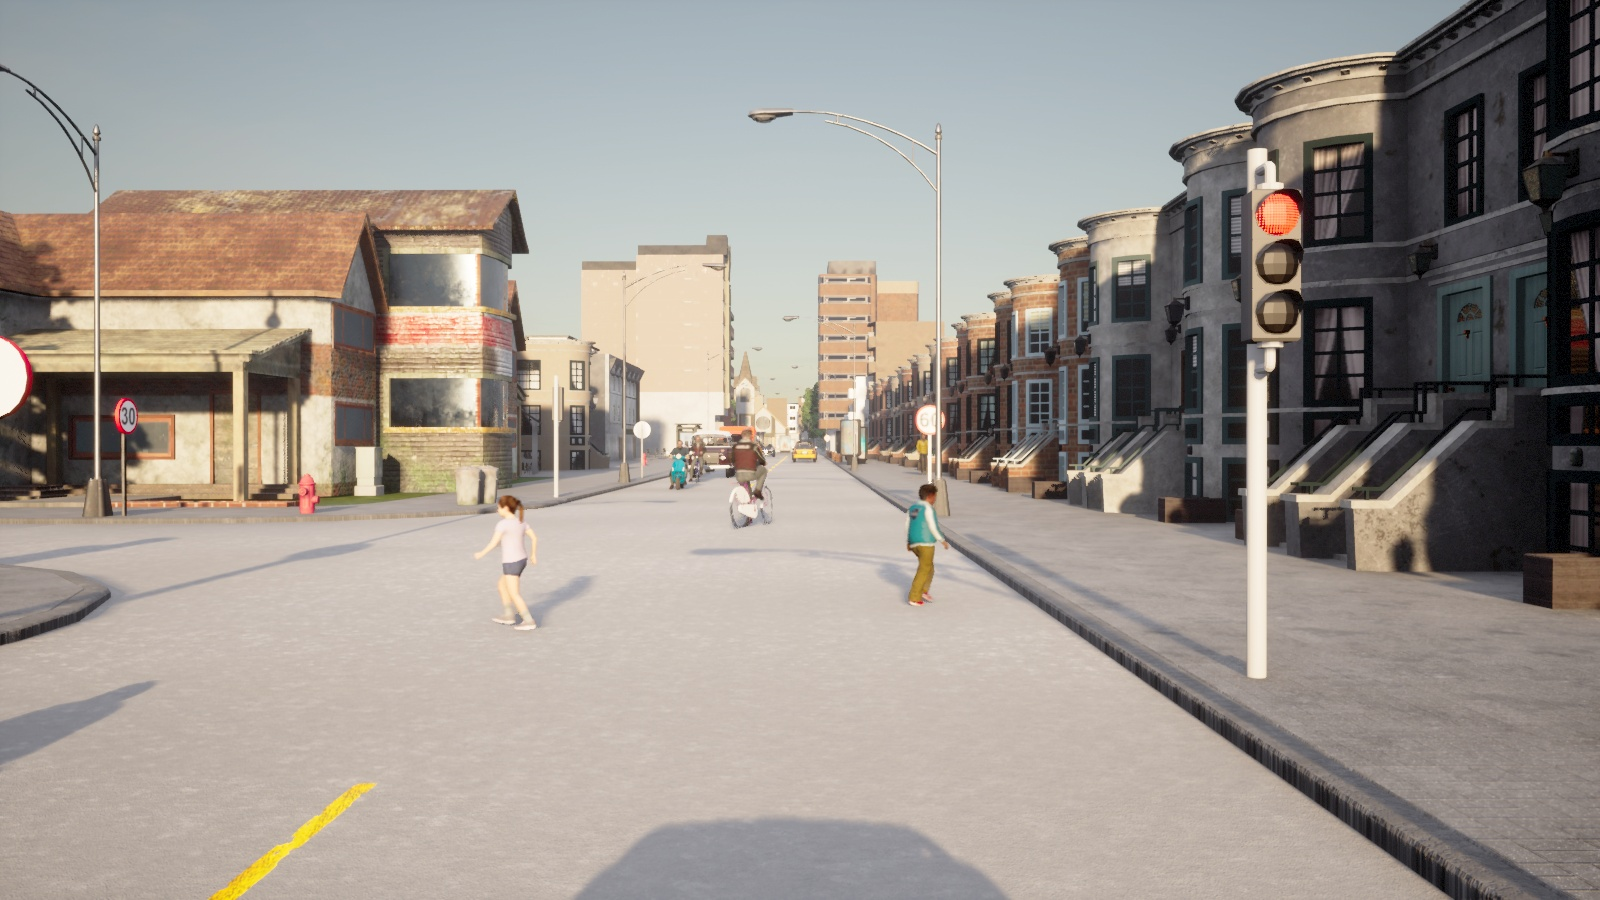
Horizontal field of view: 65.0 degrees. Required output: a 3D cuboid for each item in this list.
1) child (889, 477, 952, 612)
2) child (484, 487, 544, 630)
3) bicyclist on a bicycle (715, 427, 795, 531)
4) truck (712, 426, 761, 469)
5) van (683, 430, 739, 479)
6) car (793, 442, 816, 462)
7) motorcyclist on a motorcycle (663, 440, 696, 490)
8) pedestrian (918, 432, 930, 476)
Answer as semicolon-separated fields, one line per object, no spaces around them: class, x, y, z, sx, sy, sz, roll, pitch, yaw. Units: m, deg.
child;1.101;0.853;11.483;0.448;1.192;0.343;0;0;-30
child;-2.300;0.863;10.096;0.394;1.110;0.255;0;0;16
bicyclist on a bicycle;-0.776;0.491;22.285;0.659;1.776;1.843;-2;0;22
truck;-3.732;-0.165;74.558;2.627;2.467;5.204;0;0;0
van;-3.807;0.160;54.387;2.069;2.038;4.480;0;0;0
car;0.353;0.134;97.723;1.801;1.575;5.366;0;0;0
motorcyclist on a motorcycle;-3.856;0.469;40.343;0.866;1.590;1.817;0;0;0
pedestrian;5.261;0.160;53.156;0.431;1.840;0.709;0;0;-1
